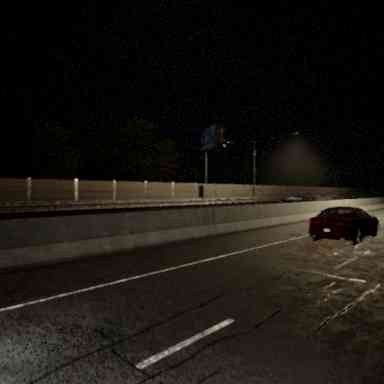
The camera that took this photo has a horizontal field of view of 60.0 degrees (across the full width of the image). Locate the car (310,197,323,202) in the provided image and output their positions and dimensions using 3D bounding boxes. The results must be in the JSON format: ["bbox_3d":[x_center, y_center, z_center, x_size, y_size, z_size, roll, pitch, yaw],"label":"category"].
[{"bbox_3d":[19.812,1.478,50.878,1.895,1.301,4.718,0,0,42],"label":"car"}]

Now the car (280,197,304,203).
[{"bbox_3d":[15.395,1.468,51.195,1.895,1.301,4.718,0,0,42],"label":"car"}]

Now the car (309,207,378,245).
[{"bbox_3d":[7.189,1.423,15.510,1.882,1.535,5.008,0,0,42],"label":"car"}]

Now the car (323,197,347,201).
[{"bbox_3d":[20.304,1.412,46.187,1.812,1.442,4.674,0,0,42],"label":"car"}]
